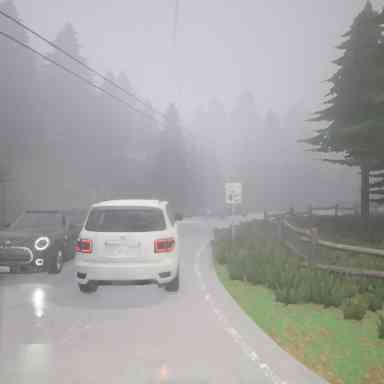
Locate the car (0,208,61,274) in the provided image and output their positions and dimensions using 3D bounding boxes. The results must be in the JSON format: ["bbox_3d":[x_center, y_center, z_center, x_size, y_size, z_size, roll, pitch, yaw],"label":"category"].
[{"bbox_3d":[-4.536,1.320,10.483,2.097,1.767,4.553,0,0,4],"label":"car"}]

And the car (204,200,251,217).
[{"bbox_3d":[3.087,1.433,28.633,4.902,1.511,2.128,0,0,-44],"label":"car"}]

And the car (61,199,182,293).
[{"bbox_3d":[-1.435,1.200,9.002,2.150,2.045,5.566,0,0,-3],"label":"car"}]

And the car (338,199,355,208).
[{"bbox_3d":[17.895,1.453,35.982,4.902,1.511,2.128,0,0,-32],"label":"car"}]
